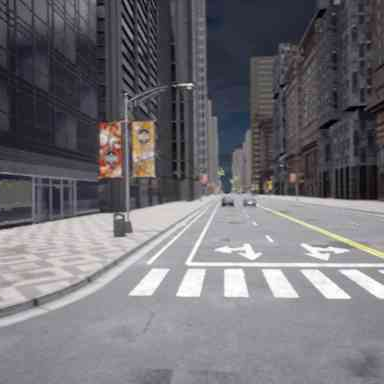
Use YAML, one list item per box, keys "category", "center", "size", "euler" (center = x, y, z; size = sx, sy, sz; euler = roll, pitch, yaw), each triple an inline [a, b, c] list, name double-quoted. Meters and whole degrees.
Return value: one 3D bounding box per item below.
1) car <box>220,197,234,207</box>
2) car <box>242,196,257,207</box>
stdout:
- category: "car"
  center: [5.359, 1.462, 50.301]
  size: [1.882, 1.535, 5.008]
  euler: [-1, 0, 6]
- category: "car"
  center: [8.593, 1.428, 49.985]
  size: [2.128, 1.511, 4.902]
  euler: [-1, 0, 6]
